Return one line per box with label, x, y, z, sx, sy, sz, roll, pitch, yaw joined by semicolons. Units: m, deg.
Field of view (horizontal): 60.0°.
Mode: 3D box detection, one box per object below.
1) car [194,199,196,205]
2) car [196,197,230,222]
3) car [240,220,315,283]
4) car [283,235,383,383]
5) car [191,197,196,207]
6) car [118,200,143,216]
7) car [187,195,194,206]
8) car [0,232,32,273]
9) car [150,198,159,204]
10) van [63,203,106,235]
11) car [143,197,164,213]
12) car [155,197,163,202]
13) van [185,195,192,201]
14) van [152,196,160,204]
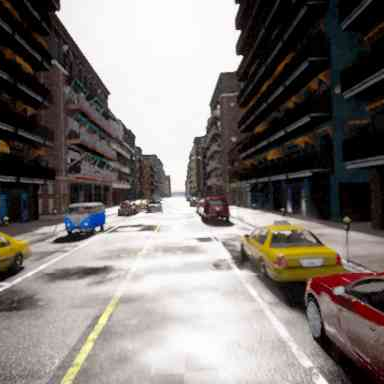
car;1.541;1.571;31.799;2.008;1.369;4.403;-2;0;-2
car;1.759;1.312;26.141;2.192;1.841;5.009;-2;0;-2
car;2.440;1.464;9.340;1.752;1.417;4.829;-2;0;-2
car;2.674;1.468;3.517;1.887;1.381;4.507;-2;0;-2
car;1.314;1.594;37.455;2.008;1.369;4.403;-2;0;-2
car;-7.061;1.734;37.143;1.967;1.590;4.097;-2;0;-2
car;0.630;1.562;54.428;1.967;1.590;4.097;-2;0;-2
car;-5.917;1.713;8.687;1.752;1.417;4.829;-2;0;-2
car;-8.642;2.084;76.743;1.802;1.307;4.206;-2;0;-2
van;-6.384;1.566;20.172;1.690;1.788;3.998;-2;0;-2
car;-4.508;1.754;40.751;1.812;1.442;4.674;-2;0;-2
car;-9.316;2.139;93.545;1.752;1.417;4.829;-2;0;-2
van;-0.959;1.706;94.026;1.690;1.788;3.998;-2;0;-2
van;-8.877;1.880;82.403;1.690;1.788;3.998;-2;0;-2
